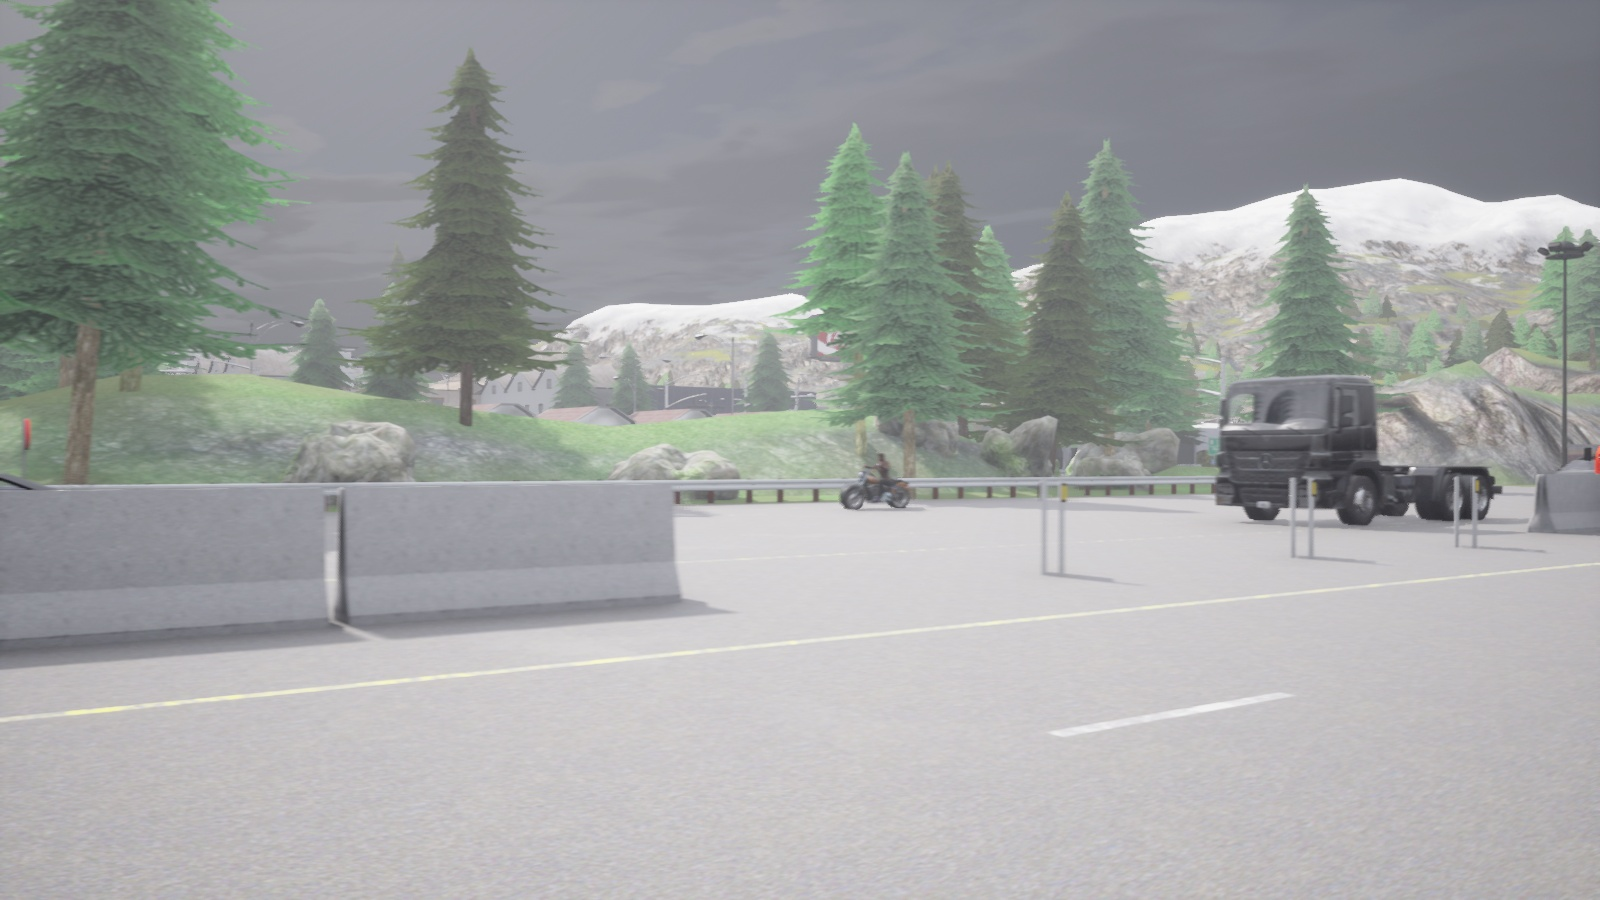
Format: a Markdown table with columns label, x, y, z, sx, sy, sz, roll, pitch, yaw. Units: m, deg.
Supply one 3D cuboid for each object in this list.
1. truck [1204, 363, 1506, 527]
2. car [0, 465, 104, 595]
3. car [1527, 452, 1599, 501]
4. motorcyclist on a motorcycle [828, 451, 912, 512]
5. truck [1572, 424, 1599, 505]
| label | x | y | z | sx | sy | sz | roll | pitch | yaw |
| --- | --- | --- | --- | --- | --- | --- | --- | --- | --- |
| truck | 13.392 | -0.086 | 30.013 | 7.936 | 3.462 | 2.891 | 0 | 0 | -35 |
| car | -10.086 | 0.862 | 13.695 | 4.181 | 1.385 | 1.994 | 0 | 0 | -35 |
| car | 28.017 | 0.906 | 44.477 | 4.856 | 1.649 | 2.033 | 0 | 0 | -35 |
| motorcyclist on a motorcycle | 1.946 | 0.857 | 34.863 | 2.350 | 1.649 | 0.766 | 0 | 0 | -35 |
| truck | 26.859 | 0.469 | 39.411 | 5.204 | 2.467 | 2.627 | 1 | 0 | -35 |
